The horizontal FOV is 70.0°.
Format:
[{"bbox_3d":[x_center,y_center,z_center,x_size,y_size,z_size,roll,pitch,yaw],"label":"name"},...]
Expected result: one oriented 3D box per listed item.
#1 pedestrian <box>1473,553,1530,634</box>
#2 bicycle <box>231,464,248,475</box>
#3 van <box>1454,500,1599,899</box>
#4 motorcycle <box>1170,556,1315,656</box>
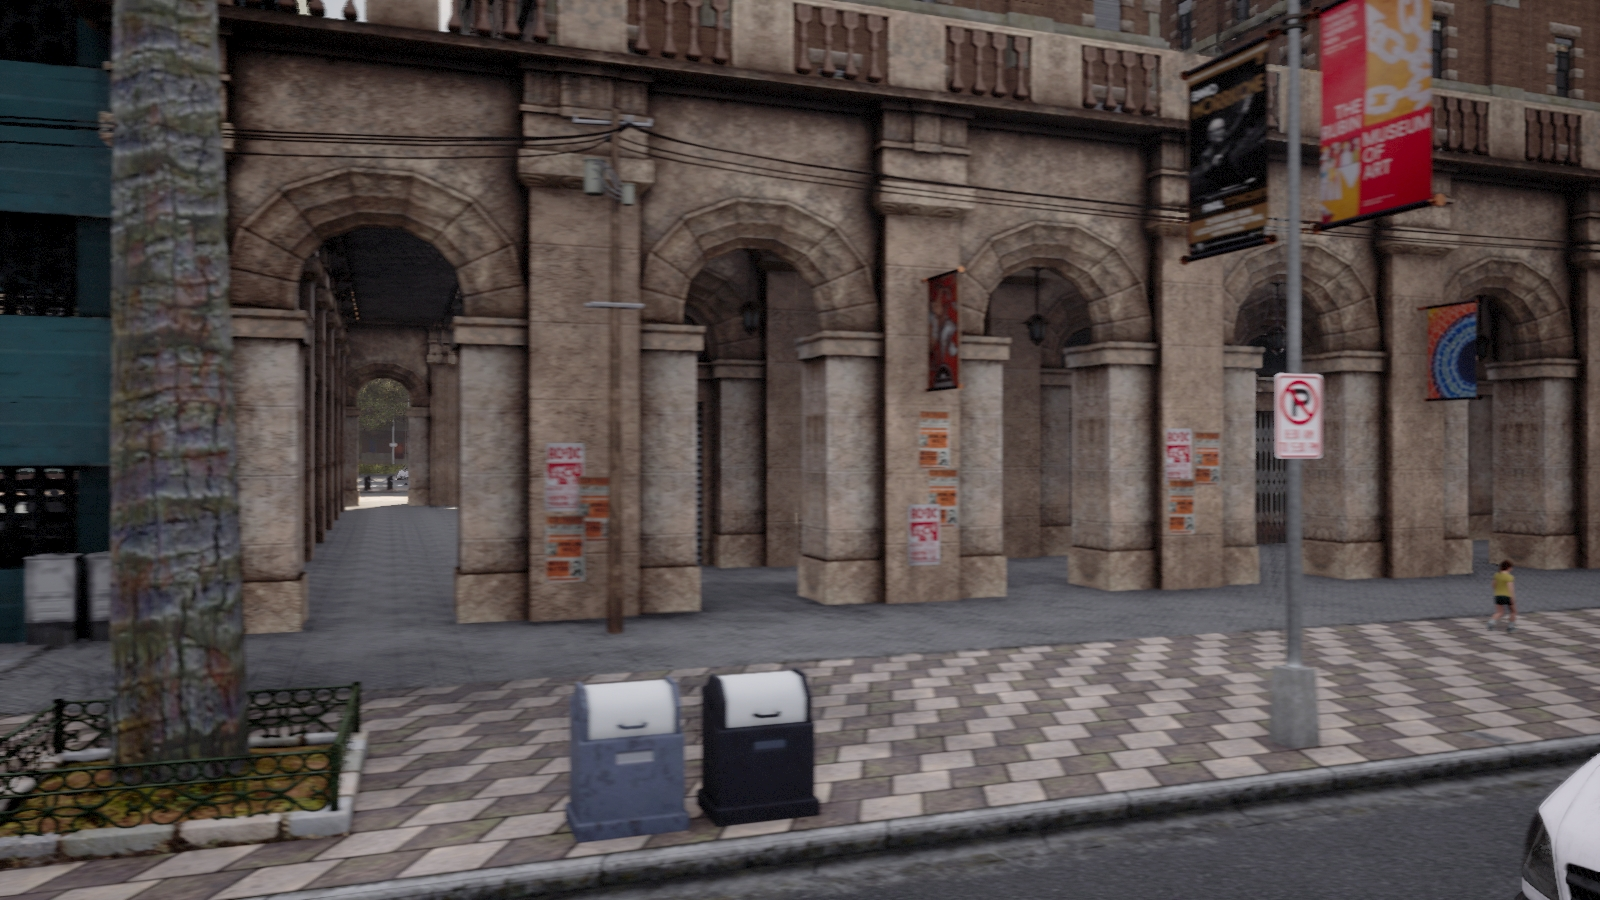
[{"bbox_3d":[10.208,2.077,16.629,0.500,1.100,0.500,0,0,-18],"label":"pedestrian"},{"bbox_3d":[-63.759,2.205,129.975,1.643,1.196,0.373,0,0,-20],"label":"bicycle"},{"bbox_3d":[6.270,1.535,5.585,5.915,2.561,1.988,0,0,-20],"label":"van"},{"bbox_3d":[6.280,2.183,16.234,1.805,1.236,0.856,0,0,-20],"label":"motorcycle"}]
